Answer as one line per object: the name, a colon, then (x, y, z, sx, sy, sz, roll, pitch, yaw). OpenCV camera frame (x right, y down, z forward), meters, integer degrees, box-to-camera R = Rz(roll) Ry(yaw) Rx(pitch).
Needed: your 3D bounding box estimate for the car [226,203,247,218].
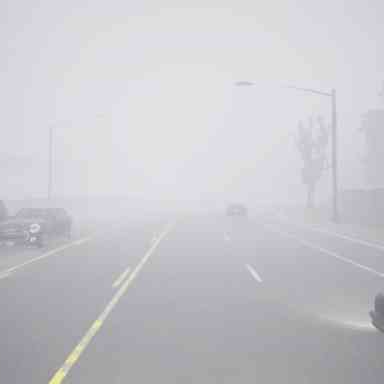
car: (4.440, 1.730, 32.830, 1.994, 1.385, 4.181, 0, 0, 9)

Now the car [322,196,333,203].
car: (31.338, 1.563, 74.234, 5.008, 1.535, 1.882, -1, -1, -28)

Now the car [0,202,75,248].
car: (-7.068, 1.443, 15.198, 2.097, 1.767, 4.553, 0, 0, 0)

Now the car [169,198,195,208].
car: (-2.034, 1.853, 56.125, 2.128, 1.511, 4.902, -1, -1, 30)

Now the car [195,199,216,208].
car: (2.089, 1.870, 56.334, 2.033, 1.411, 5.357, -1, -1, 33)

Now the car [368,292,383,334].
car: (3.598, 1.563, 2.576, 2.033, 1.411, 5.357, 0, 0, 0)

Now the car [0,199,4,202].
car: (-10.588, 1.313, 15.198, 2.150, 2.045, 5.566, 0, 0, 0)
